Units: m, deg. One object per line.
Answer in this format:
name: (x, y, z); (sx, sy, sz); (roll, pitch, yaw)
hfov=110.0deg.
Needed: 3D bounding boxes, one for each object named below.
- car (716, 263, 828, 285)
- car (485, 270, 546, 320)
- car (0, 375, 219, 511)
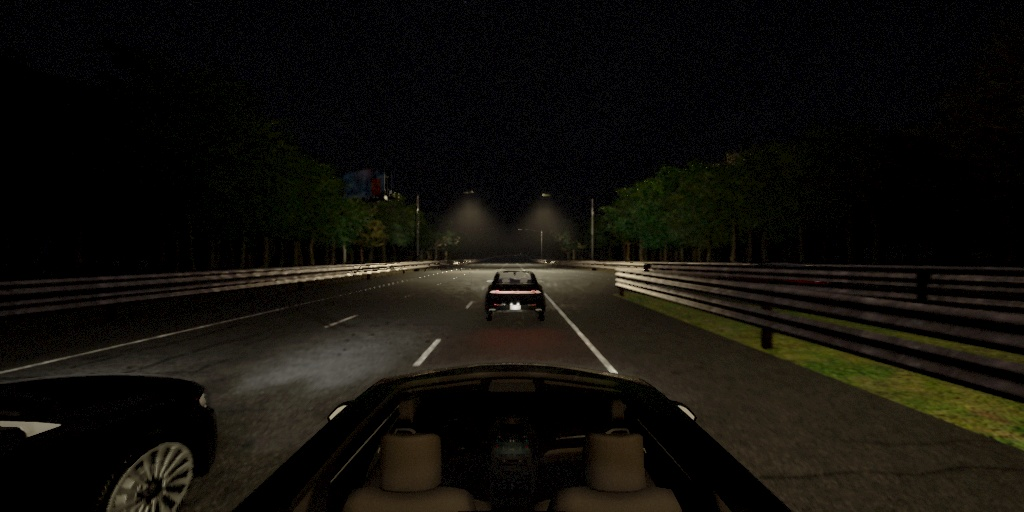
car: (12.070, 1.053, 17.075); (2.163, 1.488, 4.792); (0, 0, -13)
car: (0.099, 1.250, 12.618); (2.128, 1.511, 4.902); (0, 0, 0)
car: (-3.399, 1.241, 1.031); (2.128, 1.511, 4.902); (0, 0, 0)
